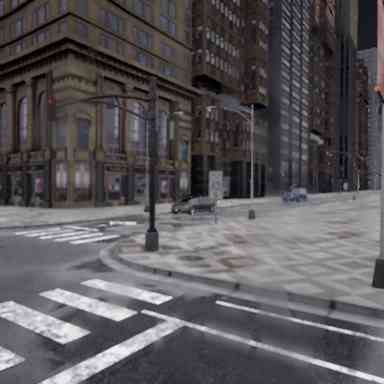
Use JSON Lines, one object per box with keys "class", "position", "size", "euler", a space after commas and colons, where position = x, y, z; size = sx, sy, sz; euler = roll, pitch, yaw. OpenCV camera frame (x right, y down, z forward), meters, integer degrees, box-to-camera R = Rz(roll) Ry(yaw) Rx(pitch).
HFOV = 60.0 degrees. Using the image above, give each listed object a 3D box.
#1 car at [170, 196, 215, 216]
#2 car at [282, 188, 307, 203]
{"class": "car", "position": [0.216, 1.083, 27.143], "size": [1.837, 1.490, 4.892], "euler": [1, 1, 35]}
{"class": "car", "position": [14.667, 0.473, 47.282], "size": [2.150, 2.045, 5.566], "euler": [1, 1, 36]}
